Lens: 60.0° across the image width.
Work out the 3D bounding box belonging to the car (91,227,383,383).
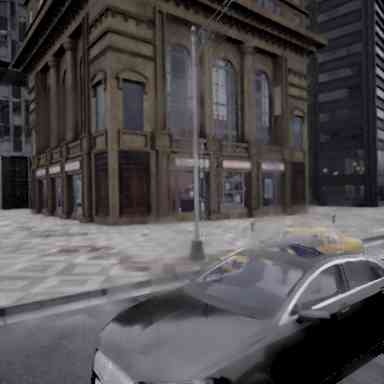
[{"bbox_3d":[1.188,1.515,4.372,4.902,1.511,2.128,0,0,-37],"label":"car"}]

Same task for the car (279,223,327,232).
[{"bbox_3d":[2.951,1.563,9.094,4.829,1.417,1.752,0,-1,-38],"label":"car"}]
